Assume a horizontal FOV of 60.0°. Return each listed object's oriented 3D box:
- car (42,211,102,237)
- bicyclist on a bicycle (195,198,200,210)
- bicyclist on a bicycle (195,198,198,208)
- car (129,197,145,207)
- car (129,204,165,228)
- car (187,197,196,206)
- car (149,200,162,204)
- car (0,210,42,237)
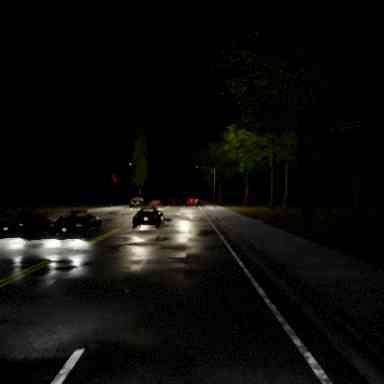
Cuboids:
[{"bbox_3d":[-6.614,1.783,19.223,1.994,1.385,4.181,0,-1,0],"label":"car"},{"bbox_3d":[0.862,2.069,54.224,0.866,1.612,1.509,0,-1,0],"label":"bicyclist on a bicycle"},{"bbox_3d":[0.841,2.129,64.801,0.659,1.776,1.843,0,0,0],"label":"bicyclist on a bicycle"},{"bbox_3d":[-9.836,1.925,60.222,2.150,2.045,5.566,0,-1,1],"label":"car"},{"bbox_3d":[-3.169,1.848,24.816,1.994,1.385,4.181,0,-1,0],"label":"car"},{"bbox_3d":[-0.062,2.123,76.427,2.150,2.045,5.566,0,-1,0],"label":"car"},{"bbox_3d":[-6.590,2.183,60.264,1.882,1.535,5.008,0,-1,1],"label":"car"},{"bbox_3d":[-9.865,1.788,19.628,1.994,1.385,4.181,0,-1,0],"label":"car"}]
